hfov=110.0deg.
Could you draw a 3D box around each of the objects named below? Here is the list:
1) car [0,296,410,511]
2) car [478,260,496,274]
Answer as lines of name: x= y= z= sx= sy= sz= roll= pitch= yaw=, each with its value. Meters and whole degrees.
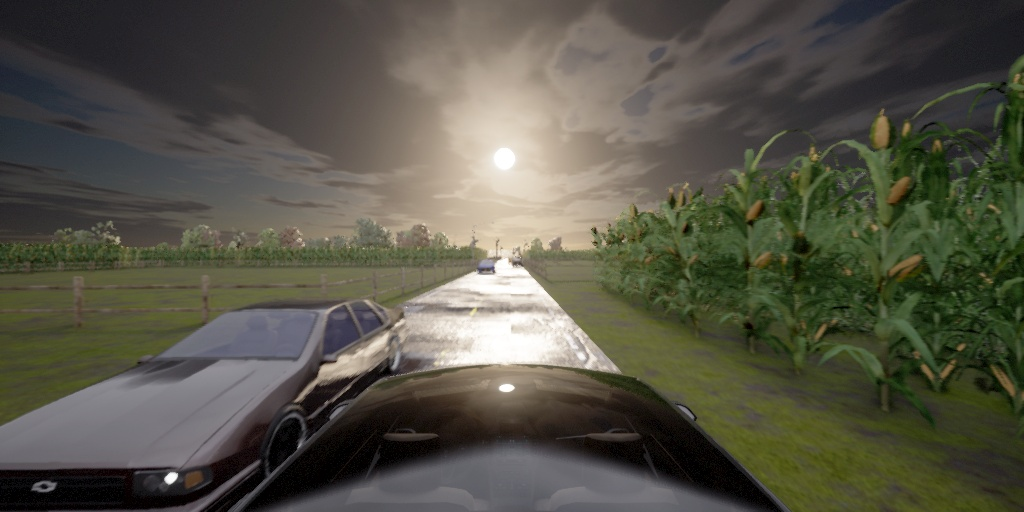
car: x=-2.851 y=1.294 z=4.743 sx=2.033 sy=1.411 sz=5.357 roll=0 pitch=0 yaw=-1
car: x=-2.827 y=1.182 z=40.973 sx=1.882 sy=1.535 sz=5.008 roll=0 pitch=0 yaw=0
